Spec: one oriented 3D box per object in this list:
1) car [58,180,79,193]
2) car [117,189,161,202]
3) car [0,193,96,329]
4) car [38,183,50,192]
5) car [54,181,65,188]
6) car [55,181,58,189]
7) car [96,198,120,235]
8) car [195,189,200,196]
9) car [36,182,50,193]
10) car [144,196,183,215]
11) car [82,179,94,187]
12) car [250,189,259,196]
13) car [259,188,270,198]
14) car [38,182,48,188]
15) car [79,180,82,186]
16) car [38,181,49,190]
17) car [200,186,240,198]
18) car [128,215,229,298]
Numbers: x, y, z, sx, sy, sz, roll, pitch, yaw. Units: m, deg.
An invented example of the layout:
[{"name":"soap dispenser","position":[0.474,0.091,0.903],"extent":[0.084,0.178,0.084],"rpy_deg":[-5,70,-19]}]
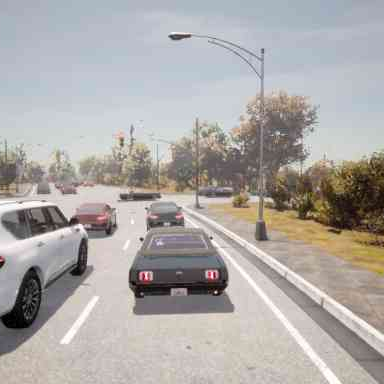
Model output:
[{"name":"car","position":[-19.275,-0.643,51.803],"extent":[2.097,1.767,4.553],"rpy_deg":[-1,3,-23]},{"name":"car","position":[-5.779,0.371,36.934],"extent":[4.718,1.301,1.895],"rpy_deg":[-1,3,-22]},{"name":"car","position":[-3.808,1.174,6.948],"extent":[2.150,2.045,5.566],"rpy_deg":[0,1,-4]},{"name":"car","position":[-26.602,-0.840,59.791],"extent":[1.994,1.385,4.181],"rpy_deg":[-1,3,-24]},{"name":"car","position":[-31.244,-1.773,78.194],"extent":[2.128,1.511,4.902],"rpy_deg":[-1,3,-25]},{"name":"car","position":[-26.986,-1.508,69.050],"extent":[2.097,1.767,4.553],"rpy_deg":[-1,3,-25]},{"name":"car","position":[-4.896,1.247,16.780],"extent":[1.812,1.442,4.674],"rpy_deg":[0,2,-8]},{"name":"car","position":[2.840,-0.158,48.069],"extent":[4.892,1.490,1.837],"rpy_deg":[0,3,-22]},{"name":"car","position":[-23.028,-0.483,51.643],"extent":[1.837,1.490,4.892],"rpy_deg":[-1,3,-23]},{"name":"car","position":[-1.461,1.219,17.376],"extent":[1.812,1.442,4.674],"rpy_deg":[0,2,-8]},{"name":"car","position":[-25.984,-2.201,83.466],"extent":[2.097,1.767,4.553],"rpy_deg":[-1,3,-25]},{"name":"car","position":[11.128,0.024,51.346],"extent":[4.181,1.385,1.994],"rpy_deg":[1,2,-21]},{"name":"car","position":[12.947,0.187,48.320],"extent":[5.357,1.411,2.033],"rpy_deg":[1,2,-22]},{"name":"car","position":[-34.900,-1.723,77.756],"extent":[1.994,1.385,4.181],"rpy_deg":[-1,3,-25]},{"name":"car","position":[-28.995,-1.992,81.648],"extent":[1.882,1.535,5.008],"rpy_deg":[-1,3,-25]},{"name":"car","position":[-30.712,-1.368,68.767],"extent":[1.882,1.535,5.008],"rpy_deg":[-1,3,-25]},{"name":"car","position":[3.969,0.103,44.762],"extent":[4.718,1.301,1.895],"rpy_deg":[0,3,-22]},{"name":"car","position":[-0.386,1.525,8.356],"extent":[1.895,1.301,4.718],"rpy_deg":[0,1,-4]}]
